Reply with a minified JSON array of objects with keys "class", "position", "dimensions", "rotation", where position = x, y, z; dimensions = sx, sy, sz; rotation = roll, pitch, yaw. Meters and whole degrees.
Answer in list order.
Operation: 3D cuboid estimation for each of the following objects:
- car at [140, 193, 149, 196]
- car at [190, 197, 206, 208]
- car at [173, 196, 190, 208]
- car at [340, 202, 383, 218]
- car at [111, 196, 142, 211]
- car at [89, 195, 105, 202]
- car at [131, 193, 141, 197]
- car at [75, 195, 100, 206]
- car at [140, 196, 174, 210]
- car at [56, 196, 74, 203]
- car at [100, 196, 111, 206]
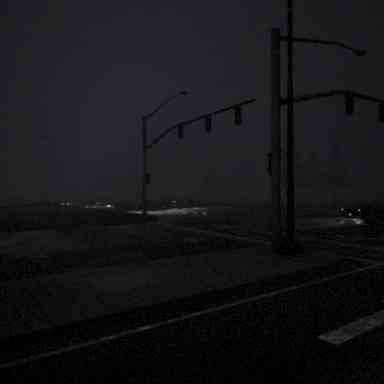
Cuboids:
[{"class":"car","position":[-9.356,1.127,60.743],"dimensions":[2.150,2.045,5.566],"rotation":[0,0,-34]},{"class":"car","position":[0.034,1.432,47.216],"dimensions":[1.812,1.442,4.674],"rotation":[0,0,-35]},{"class":"car","position":[-2.700,1.269,45.019],"dimensions":[2.097,1.767,4.553],"rotation":[0,0,-35]},{"class":"car","position":[14.775,1.524,28.592],"dimensions":[4.718,1.301,1.895],"rotation":[0,0,-36]},{"class":"car","position":[-7.666,1.543,39.895],"dimensions":[1.895,1.301,4.718],"rotation":[0,0,-35]},{"class":"car","position":[-19.923,1.391,69.876],"dimensions":[1.994,1.385,4.181],"rotation":[0,0,-35]},{"class":"car","position":[-11.137,1.395,57.145],"dimensions":[1.882,1.535,5.008],"rotation":[0,1,-35]},{"class":"car","position":[-16.662,1.467,52.816],"dimensions":[1.812,1.442,4.674],"rotation":[0,0,-35]},{"class":"car","position":[-4.557,1.531,41.557],"dimensions":[1.895,1.301,4.718],"rotation":[0,0,-35]},{"class":"car","position":[-25.308,1.420,65.360],"dimensions":[1.994,1.385,4.181],"rotation":[0,0,-35]},{"class":"car","position":[-13.713,1.493,54.712],"dimensions":[1.994,1.385,4.181],"rotation":[0,0,-35]}]
